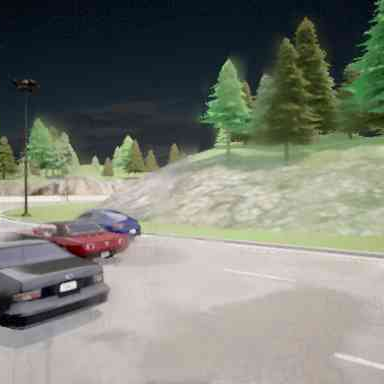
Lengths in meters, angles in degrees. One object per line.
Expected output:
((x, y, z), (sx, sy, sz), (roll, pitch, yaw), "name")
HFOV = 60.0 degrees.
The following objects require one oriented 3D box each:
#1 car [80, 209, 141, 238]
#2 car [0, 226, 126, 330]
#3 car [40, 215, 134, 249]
((-4.436, 1.549, 15.738), (4.674, 1.442, 1.812), (0, 0, 36), "car")
((-4.016, 1.561, 6.815), (5.357, 1.411, 2.033), (0, 0, 36), "car")
((-4.445, 1.620, 11.438), (4.718, 1.301, 1.895), (0, 0, 36), "car")
